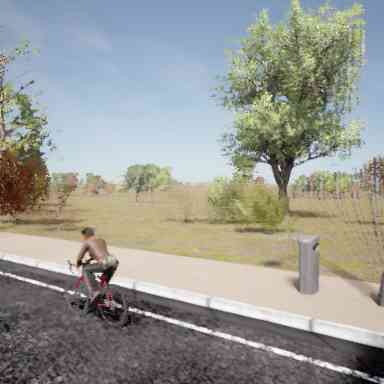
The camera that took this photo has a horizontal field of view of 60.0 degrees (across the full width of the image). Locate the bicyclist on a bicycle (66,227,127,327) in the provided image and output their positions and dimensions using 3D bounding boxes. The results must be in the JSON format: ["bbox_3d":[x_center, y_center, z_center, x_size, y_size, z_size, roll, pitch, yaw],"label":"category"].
[{"bbox_3d":[-1.727,1.450,5.843,1.656,1.620,0.582,0,0,35],"label":"bicyclist on a bicycle"}]
